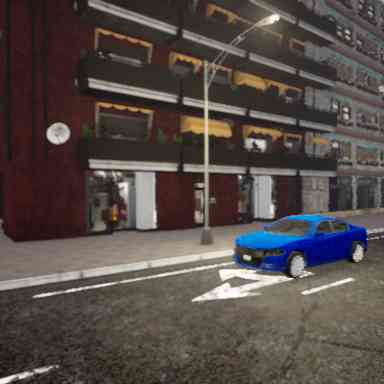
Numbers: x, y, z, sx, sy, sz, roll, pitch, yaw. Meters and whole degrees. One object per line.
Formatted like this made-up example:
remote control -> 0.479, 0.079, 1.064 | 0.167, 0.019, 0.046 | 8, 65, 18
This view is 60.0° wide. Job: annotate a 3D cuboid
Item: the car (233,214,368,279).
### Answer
car -> 3.467, 1.475, 10.262 | 5.008, 1.535, 1.882 | 0, 0, -36
